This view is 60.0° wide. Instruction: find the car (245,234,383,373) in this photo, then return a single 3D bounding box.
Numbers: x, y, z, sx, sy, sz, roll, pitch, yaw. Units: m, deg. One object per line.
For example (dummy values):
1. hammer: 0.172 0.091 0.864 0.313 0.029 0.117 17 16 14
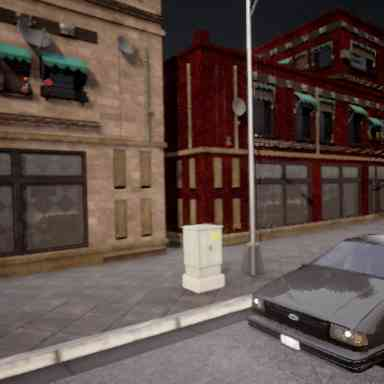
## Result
1. car: 3.422 1.500 5.818 5.357 1.411 2.033 -1 1 -35
